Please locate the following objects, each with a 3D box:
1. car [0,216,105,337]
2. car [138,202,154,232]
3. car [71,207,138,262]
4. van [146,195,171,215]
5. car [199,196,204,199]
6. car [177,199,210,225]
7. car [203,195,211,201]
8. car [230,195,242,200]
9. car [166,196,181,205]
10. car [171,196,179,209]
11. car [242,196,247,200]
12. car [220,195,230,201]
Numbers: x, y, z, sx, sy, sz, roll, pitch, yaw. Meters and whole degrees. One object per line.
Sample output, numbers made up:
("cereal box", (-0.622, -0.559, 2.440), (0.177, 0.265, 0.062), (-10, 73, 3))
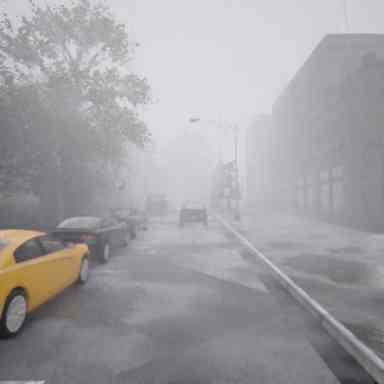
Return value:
("car", (-3.637, 1.492, 6.722), (2.097, 1.535, 5.008), (1, 0, 2))
("car", (-3.648, 1.542, 17.890), (2.163, 1.488, 4.792), (0, 0, 2))
("car", (-3.645, 1.502, 12.283), (2.097, 1.535, 5.008), (0, 0, 2))
("van", (-3.627, 1.288, 34.694), (1.878, 1.987, 4.442), (1, 0, 2))
("car", (0.100, 1.553, 42.746), (2.033, 1.411, 5.357), (0, 0, 0))
("car", (0.100, 1.519, 24.384), (1.882, 1.535, 5.008), (0, 0, 0))
("car", (3.411, 1.515, 78.907), (2.231, 1.521, 4.892), (-2, -1, 29))
("car", (10.378, 1.669, 88.101), (2.231, 1.521, 4.892), (-4, -3, 42))
("car", (-3.162, 1.433, 57.358), (2.097, 1.535, 5.008), (0, 0, 2))
("car", (-3.404, 1.486, 45.947), (2.231, 1.521, 4.892), (0, 0, 2))
("car", (14.489, 1.766, 91.896), (5.008, 1.535, 2.097), (0, -3, -40))
("car", (6.849, 1.577, 83.653), (2.097, 1.535, 5.008), (-3, -4, 36))
